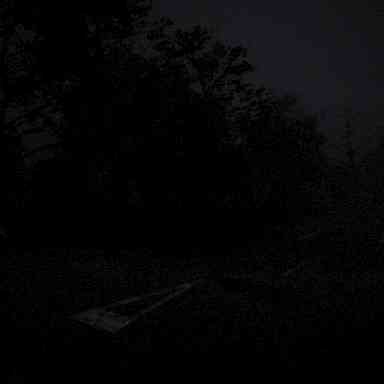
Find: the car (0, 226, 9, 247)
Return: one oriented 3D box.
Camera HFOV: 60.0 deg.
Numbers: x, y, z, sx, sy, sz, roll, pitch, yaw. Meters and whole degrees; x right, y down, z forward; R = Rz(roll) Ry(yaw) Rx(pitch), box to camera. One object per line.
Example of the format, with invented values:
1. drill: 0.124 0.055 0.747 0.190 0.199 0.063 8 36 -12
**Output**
1. car: -9.515 1.593 12.604 2.002 1.452 4.674 0 0 36
